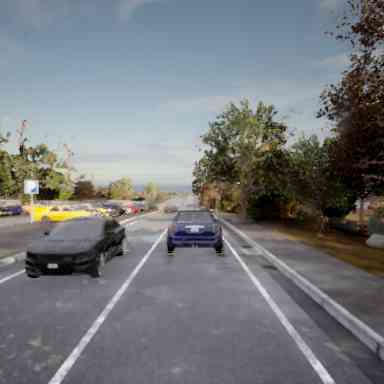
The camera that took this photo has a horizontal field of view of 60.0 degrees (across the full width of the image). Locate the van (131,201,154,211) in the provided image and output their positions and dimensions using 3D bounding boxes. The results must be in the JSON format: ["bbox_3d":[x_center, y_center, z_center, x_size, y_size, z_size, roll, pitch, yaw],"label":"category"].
[{"bbox_3d":[-10.184,2.934,68.603,4.442,1.987,1.878,0,-3,0],"label":"van"}]

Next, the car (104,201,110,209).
[{"bbox_3d":[-10.334,1.836,29.776,4.892,1.521,2.231,0,-2,0],"label":"car"}]

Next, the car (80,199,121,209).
[{"bbox_3d":[-10.356,1.871,35.327,4.553,1.767,2.185,0,-2,0],"label":"car"}]

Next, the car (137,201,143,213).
[{"bbox_3d":[-10.320,2.455,49.192,5.008,1.535,2.097,0,-2,0],"label":"car"}]

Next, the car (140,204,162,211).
[{"bbox_3d":[-10.106,3.841,82.456,5.366,1.575,1.946,0,-3,0],"label":"car"}]

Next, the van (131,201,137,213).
[{"bbox_3d":[-10.433,2.137,46.424,4.442,1.987,1.878,0,-2,0],"label":"van"}]

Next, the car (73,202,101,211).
[{"bbox_3d":[-23.349,3.182,74.167,5.566,2.045,2.435,0,-3,0],"label":"car"}]

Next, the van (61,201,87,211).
[{"bbox_3d":[-23.266,2.798,65.857,4.442,1.987,1.878,0,-2,0],"label":"van"}]

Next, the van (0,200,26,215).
[{"bbox_3d":[-23.517,1.959,41.089,4.442,1.987,1.878,0,-2,0],"label":"van"}]

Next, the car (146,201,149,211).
[{"bbox_3d":[-10.312,2.772,57.514,4.674,1.452,2.002,0,-2,0],"label":"car"}]

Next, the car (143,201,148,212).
[{"bbox_3d":[-10.281,2.669,54.739,4.792,1.488,2.163,0,-2,0],"label":"car"}]

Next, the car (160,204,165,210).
[{"bbox_3d":[-3.313,2.597,51.499,2.033,1.411,5.357,0,-2,0],"label":"car"}]

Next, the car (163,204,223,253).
[{"bbox_3d":[0.103,1.444,14.321,2.097,1.767,4.553,0,-1,0],"label":"car"}]

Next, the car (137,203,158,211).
[{"bbox_3d":[-10.264,3.445,76.917,4.553,1.767,2.185,0,-3,0],"label":"car"}]

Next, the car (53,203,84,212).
[{"bbox_3d":[-23.390,2.921,63.230,5.008,1.535,2.097,0,-2,0],"label":"car"}]

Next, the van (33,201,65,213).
[{"bbox_3d":[-23.508,2.419,54.932,4.442,1.987,1.878,0,-2,0],"label":"van"}]

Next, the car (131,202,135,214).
[{"bbox_3d":[-10.321,2.310,43.641,4.674,1.452,2.002,0,-2,0],"label":"car"}]

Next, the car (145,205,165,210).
[{"bbox_3d":[-10.100,4.251,90.774,5.366,1.575,1.946,0,-3,0],"label":"car"}]

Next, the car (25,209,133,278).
[{"bbox_3d":[-3.348,1.527,10.499,1.882,1.535,5.008,0,-1,0],"label":"car"}]

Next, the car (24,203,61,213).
[{"bbox_3d":[-23.387,2.554,52.156,4.892,1.521,2.231,0,-2,0],"label":"car"}]

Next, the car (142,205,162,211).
[{"bbox_3d":[-10.283,3.982,85.229,4.892,1.521,2.231,0,-3,0],"label":"car"}]

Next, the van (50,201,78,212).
[{"bbox_3d":[-23.270,2.603,60.469,4.442,1.987,1.878,0,-2,0],"label":"van"}]

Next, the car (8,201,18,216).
[{"bbox_3d":[-23.396,2.094,38.312,4.892,1.521,2.231,0,-2,0],"label":"car"}]

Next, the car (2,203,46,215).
[{"bbox_3d":[-23.391,2.364,46.493,5.008,1.535,2.097,0,-2,0],"label":"car"}]

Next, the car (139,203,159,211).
[{"bbox_3d":[-10.262,3.581,79.689,4.553,1.767,2.185,0,-3,0],"label":"car"}]

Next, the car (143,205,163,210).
[{"bbox_3d":[-10.294,4.118,88.002,4.892,1.521,2.231,0,-3,0],"label":"car"}]

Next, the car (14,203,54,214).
[{"bbox_3d":[-23.389,2.461,49.387,5.008,1.535,2.097,0,-2,0],"label":"car"}]

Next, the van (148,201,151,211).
[{"bbox_3d":[-10.190,2.598,60.298,4.442,1.987,1.878,0,-2,0],"label":"van"}]

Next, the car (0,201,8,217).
[{"bbox_3d":[-23.219,1.999,35.546,5.366,1.575,1.946,0,-2,0],"label":"car"}]

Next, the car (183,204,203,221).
[{"bbox_3d":[0.105,1.940,32.136,1.837,1.490,4.892,0,-2,0],"label":"car"}]

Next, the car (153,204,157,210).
[{"bbox_3d":[-10.331,2.772,65.831,5.566,2.045,2.435,0,-3,0],"label":"car"}]

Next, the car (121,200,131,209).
[{"bbox_3d":[-10.294,1.835,38.101,5.566,2.045,2.435,0,-2,0],"label":"car"}]

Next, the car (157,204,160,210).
[{"bbox_3d":[-10.292,3.433,74.137,5.008,1.535,2.097,0,-3,0],"label":"car"}]

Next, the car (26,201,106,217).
[{"bbox_3d":[-10.145,1.764,27.008,5.366,1.575,1.946,0,-2,0],"label":"car"}]

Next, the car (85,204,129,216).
[{"bbox_3d":[-10.350,2.208,40.867,4.792,1.488,2.163,0,-2,0],"label":"car"}]

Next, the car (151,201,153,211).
[{"bbox_3d":[-10.334,2.946,63.070,4.792,1.488,2.163,0,-2,0],"label":"car"}]

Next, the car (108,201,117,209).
[{"bbox_3d":[-10.333,1.911,32.547,5.008,1.535,2.097,0,-2,0],"label":"car"}]

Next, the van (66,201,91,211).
[{"bbox_3d":[-23.497,2.941,68.757,4.442,1.987,1.878,0,-3,0],"label":"van"}]

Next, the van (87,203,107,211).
[{"bbox_3d":[-23.488,3.617,82.466,4.442,1.987,1.878,0,-3,0],"label":"van"}]
